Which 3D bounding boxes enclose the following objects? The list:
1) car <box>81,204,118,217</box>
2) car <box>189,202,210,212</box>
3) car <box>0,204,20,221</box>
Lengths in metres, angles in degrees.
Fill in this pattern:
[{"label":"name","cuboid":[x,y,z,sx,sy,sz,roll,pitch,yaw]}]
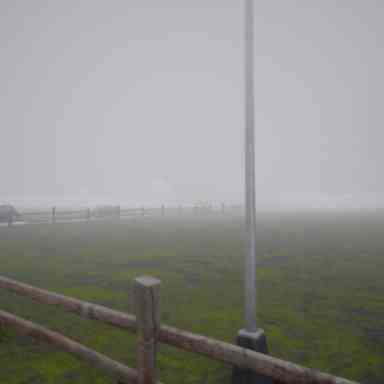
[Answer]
[{"label":"car","cuboid":[-11.118,2.276,40.385,2.128,1.511,4.902,-1,-1,35]},{"label":"car","cuboid":[1.462,2.527,57.965,2.097,1.767,4.553,-1,-2,36]},{"label":"car","cuboid":[-18.322,1.914,30.240,2.097,1.767,4.553,-1,-2,35]}]
